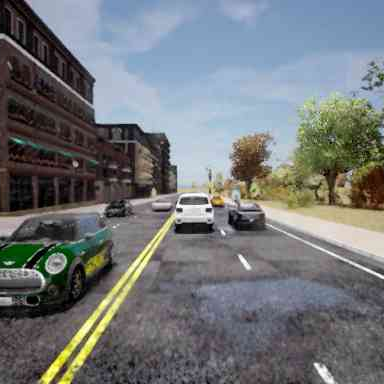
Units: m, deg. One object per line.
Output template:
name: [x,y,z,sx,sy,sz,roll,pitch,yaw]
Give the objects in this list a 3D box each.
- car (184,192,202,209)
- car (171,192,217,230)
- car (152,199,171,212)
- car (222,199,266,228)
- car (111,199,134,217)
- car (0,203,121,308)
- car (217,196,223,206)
car: [0.104,1.031,43.048,2.150,2.045,5.566,0,1,1]
car: [0.120,1.129,20.450,2.150,2.045,5.566,0,0,0]
car: [-3.259,1.459,36.394,1.895,1.301,4.718,0,0,1]
car: [3.374,1.376,21.146,2.128,1.511,4.902,0,0,0]
car: [-6.548,1.410,30.336,1.837,1.490,4.892,0,0,0]
car: [-3.348,1.338,8.149,2.097,1.767,4.553,0,0,0]
car: [3.381,1.249,46.442,1.882,1.535,5.008,0,0,0]
